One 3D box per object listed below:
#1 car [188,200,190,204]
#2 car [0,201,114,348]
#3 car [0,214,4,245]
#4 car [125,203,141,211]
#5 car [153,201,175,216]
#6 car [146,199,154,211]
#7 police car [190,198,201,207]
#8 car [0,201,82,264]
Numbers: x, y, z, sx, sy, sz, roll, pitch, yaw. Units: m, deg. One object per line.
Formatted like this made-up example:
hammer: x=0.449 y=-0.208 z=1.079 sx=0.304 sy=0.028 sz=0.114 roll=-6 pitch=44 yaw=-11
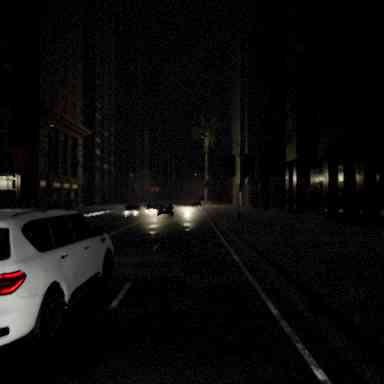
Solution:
car: x=0.022 y=2.629 z=94.435 sx=2.097 sy=1.767 sz=4.553 roll=0 pitch=-1 yaw=0
car: x=-3.155 y=1.321 z=6.590 sx=2.150 sy=2.045 sz=5.566 roll=0 pitch=0 yaw=0
car: x=-9.859 y=1.722 z=13.503 sx=1.812 sy=1.442 sz=4.674 roll=0 pitch=-1 yaw=0
car: x=-9.800 y=2.398 z=55.037 sx=1.895 sy=1.301 sz=4.718 roll=0 pitch=-1 yaw=1
car: x=-3.141 y=2.131 z=40.324 sx=2.033 sy=1.411 sz=5.357 roll=0 pitch=-1 yaw=0
car: x=-6.546 y=2.290 z=56.069 sx=1.882 sy=1.535 sz=5.008 roll=0 pitch=-1 yaw=0
police car: x=1.155 y=2.540 z=76.380 sx=1.930 sy=1.638 sz=5.238 roll=0 pitch=-1 yaw=0
car: x=-6.598 y=1.424 z=13.919 sx=2.150 sy=2.045 sz=5.566 roll=0 pitch=-1 yaw=0
